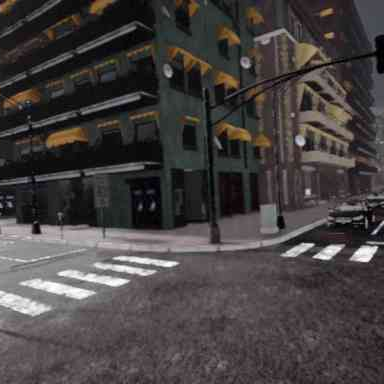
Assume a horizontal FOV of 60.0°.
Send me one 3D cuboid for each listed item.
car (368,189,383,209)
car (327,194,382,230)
[{"bbox_3d":[14.325,0.701,25.881,2.008,1.369,4.403,-3,0,35],"label":"car"},{"bbox_3d":[8.043,1.069,16.779,2.008,1.369,4.403,-3,0,35],"label":"car"}]
